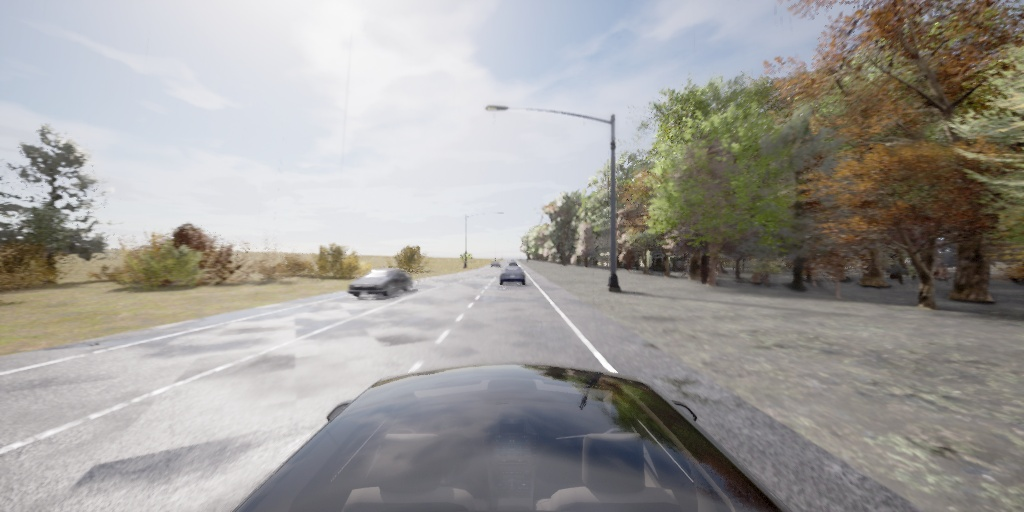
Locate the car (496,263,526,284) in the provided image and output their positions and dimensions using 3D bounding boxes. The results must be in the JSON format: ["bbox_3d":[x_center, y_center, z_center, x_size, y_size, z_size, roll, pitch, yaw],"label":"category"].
[{"bbox_3d":[0.044,1.463,28.340,1.994,1.385,4.181,0,0,0],"label":"car"}]

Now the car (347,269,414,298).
[{"bbox_3d":[-6.950,1.396,19.660,2.033,1.411,5.357,0,0,2],"label":"car"}]
